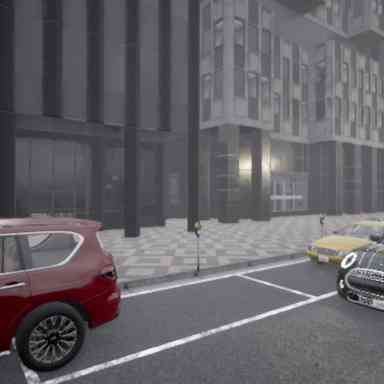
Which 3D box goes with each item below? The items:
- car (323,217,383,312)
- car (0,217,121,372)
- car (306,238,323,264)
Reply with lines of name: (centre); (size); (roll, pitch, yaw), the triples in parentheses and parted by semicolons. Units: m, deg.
car: (5.085, 1.346, 7.022); (4.553, 1.767, 2.097); (0, 0, -36)
car: (-3.368, 1.315, 4.127); (5.009, 1.841, 2.192); (0, 0, -36)
car: (5.633, 1.518, 10.569); (4.829, 1.417, 1.752); (0, 1, -34)
